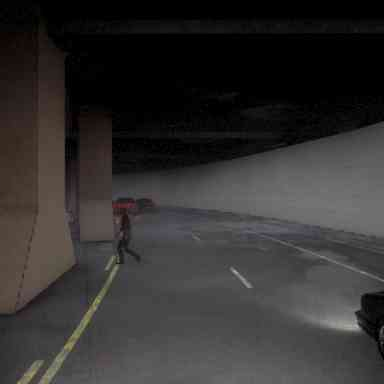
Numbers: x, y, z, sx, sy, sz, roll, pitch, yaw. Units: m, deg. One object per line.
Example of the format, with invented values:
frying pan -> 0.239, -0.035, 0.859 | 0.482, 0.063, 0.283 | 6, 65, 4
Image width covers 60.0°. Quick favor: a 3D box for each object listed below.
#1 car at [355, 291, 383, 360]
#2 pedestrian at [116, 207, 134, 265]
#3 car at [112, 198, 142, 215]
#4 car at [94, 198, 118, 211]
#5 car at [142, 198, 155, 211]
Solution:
car -> 3.440, 1.548, 2.493 | 2.033, 1.411, 5.357 | 0, 0, -2
pedestrian -> -2.048, 1.294, 10.193 | 0.375, 1.860, 0.375 | 0, 0, -7
car -> -6.877, 1.352, 33.766 | 2.097, 1.767, 4.553 | 0, 0, -22
car -> -11.151, 1.526, 42.773 | 1.812, 1.442, 4.674 | 0, 0, -29
car -> -5.996, 1.504, 40.304 | 1.837, 1.490, 4.892 | 0, 0, -25
